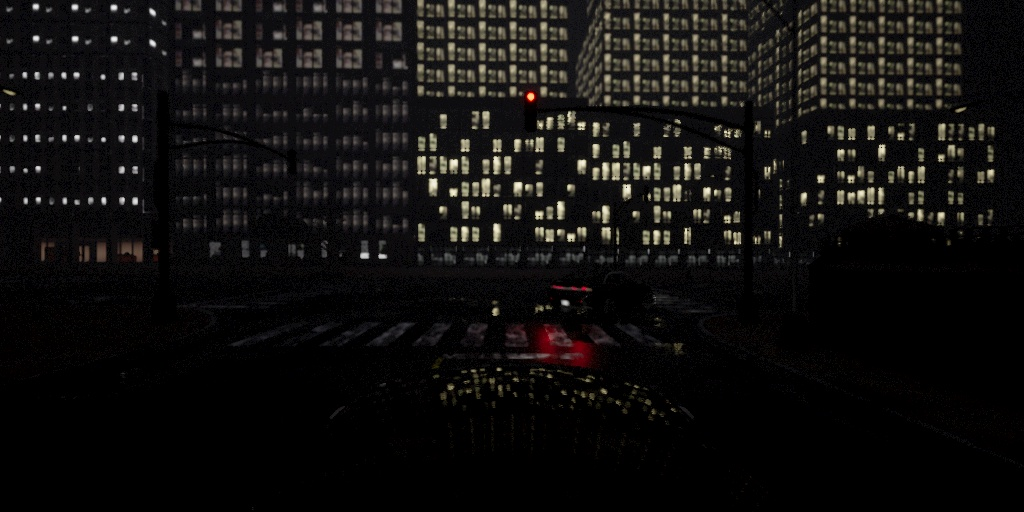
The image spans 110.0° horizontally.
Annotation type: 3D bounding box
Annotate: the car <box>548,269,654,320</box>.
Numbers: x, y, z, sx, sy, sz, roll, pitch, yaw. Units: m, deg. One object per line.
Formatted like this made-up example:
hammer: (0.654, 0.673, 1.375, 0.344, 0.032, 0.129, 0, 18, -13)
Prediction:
car: (3.230, 1.192, 12.477, 2.128, 1.511, 4.902, 0, 0, 42)
